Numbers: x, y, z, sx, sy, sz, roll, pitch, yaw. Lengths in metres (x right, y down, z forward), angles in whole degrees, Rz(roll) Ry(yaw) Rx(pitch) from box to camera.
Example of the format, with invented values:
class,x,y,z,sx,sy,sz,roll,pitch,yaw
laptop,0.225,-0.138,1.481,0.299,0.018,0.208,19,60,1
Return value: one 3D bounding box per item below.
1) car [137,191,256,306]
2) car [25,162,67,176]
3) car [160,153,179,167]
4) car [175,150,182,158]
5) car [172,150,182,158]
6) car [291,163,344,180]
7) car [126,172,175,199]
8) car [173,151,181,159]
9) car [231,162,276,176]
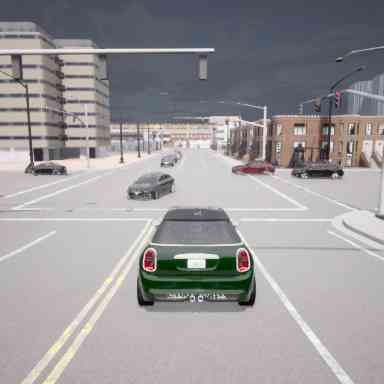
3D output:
class,x,y,z,sx,sy,sz,roll,pitch,yaw
car,0.087,1.074,7.671,2.097,1.767,4.553,0,4,0
car,-15.723,-2.513,35.931,4.181,1.385,1.994,0,8,0
car,-3.538,-4.522,48.870,2.128,1.511,4.902,0,8,1
car,-3.408,-7.270,67.502,1.812,1.442,4.674,0,8,1
car,-3.382,-8.944,77.551,2.097,1.767,4.553,0,8,0
car,12.165,-2.035,32.294,4.892,1.490,1.837,0,8,0
car,-2.593,-0.480,21.905,1.837,1.490,4.892,1,9,16
car,-3.491,-5.930,58.207,1.882,1.535,5.008,0,9,0
car,6.607,-2.541,35.821,4.674,1.442,1.812,0,8,0
